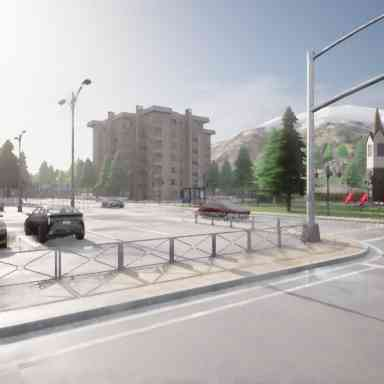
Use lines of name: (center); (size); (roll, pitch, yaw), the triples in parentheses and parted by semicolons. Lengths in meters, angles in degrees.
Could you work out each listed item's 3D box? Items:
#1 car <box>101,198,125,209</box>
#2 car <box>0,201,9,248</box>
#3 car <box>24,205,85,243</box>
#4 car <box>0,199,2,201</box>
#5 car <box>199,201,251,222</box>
car: (-10.726, 1.564, 45.121); (1.994, 1.385, 4.181); (0, 0, -36)
car: (-8.883, 1.331, 13.426); (2.152, 1.636, 5.027); (0, 0, -36)
car: (-6.370, 1.340, 15.305); (2.007, 1.523, 4.514); (0, 0, -36)
car: (-21.613, 1.374, 36.410); (1.845, 1.501, 3.633); (0, 0, -36)
car: (2.606, 1.477, 26.900); (1.882, 1.535, 5.008); (0, 0, -36)
